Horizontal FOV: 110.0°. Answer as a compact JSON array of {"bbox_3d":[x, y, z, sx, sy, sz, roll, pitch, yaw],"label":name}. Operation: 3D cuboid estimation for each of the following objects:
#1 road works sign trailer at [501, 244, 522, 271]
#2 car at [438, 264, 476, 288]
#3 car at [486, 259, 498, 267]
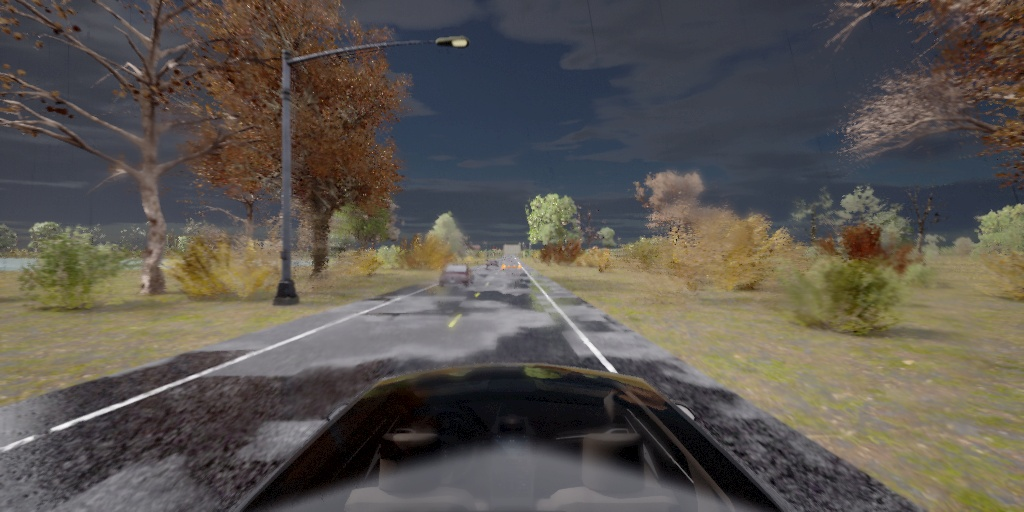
[{"bbox_3d":[-0.005,0.183,47.106,2.380,3.560,2.880,0,0,0],"label":"road works sign trailer"},{"bbox_3d":[-3.599,1.269,23.937,1.812,1.442,4.674,0,0,0],"label":"car"},{"bbox_3d":[-3.537,1.245,64.020,1.994,1.385,4.181,0,0,1],"label":"car"}]
